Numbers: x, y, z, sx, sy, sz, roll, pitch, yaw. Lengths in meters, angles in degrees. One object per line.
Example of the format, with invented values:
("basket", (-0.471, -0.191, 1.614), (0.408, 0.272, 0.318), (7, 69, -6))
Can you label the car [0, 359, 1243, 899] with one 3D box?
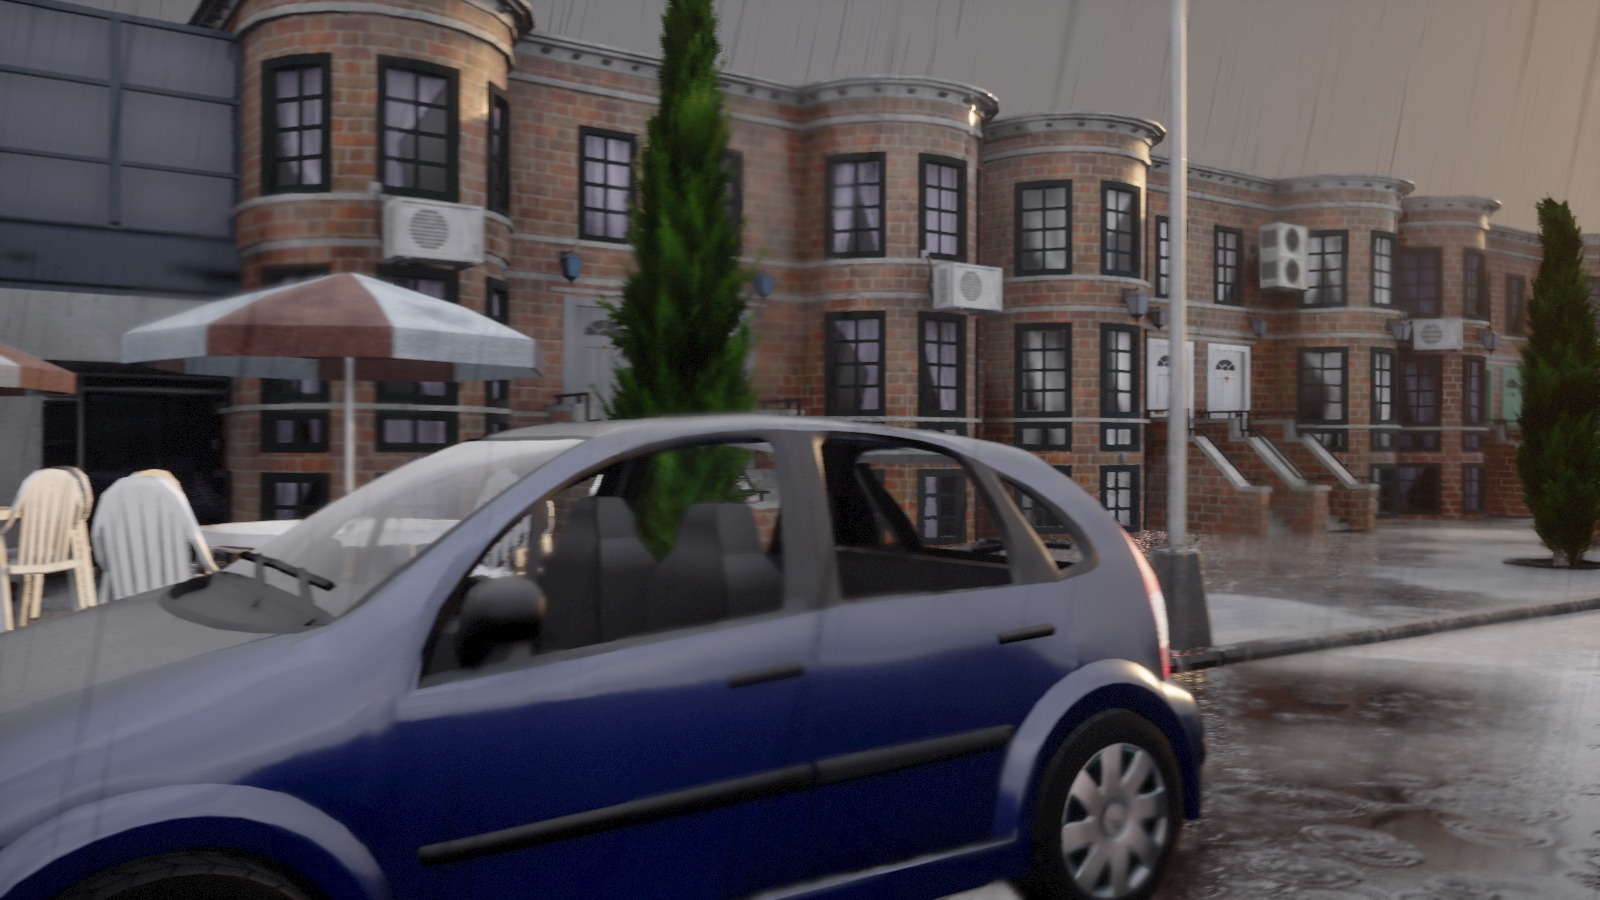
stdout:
("car", (-0.701, 0.654, 3.780), (3.988, 1.617, 1.851), (0, 0, -35))
